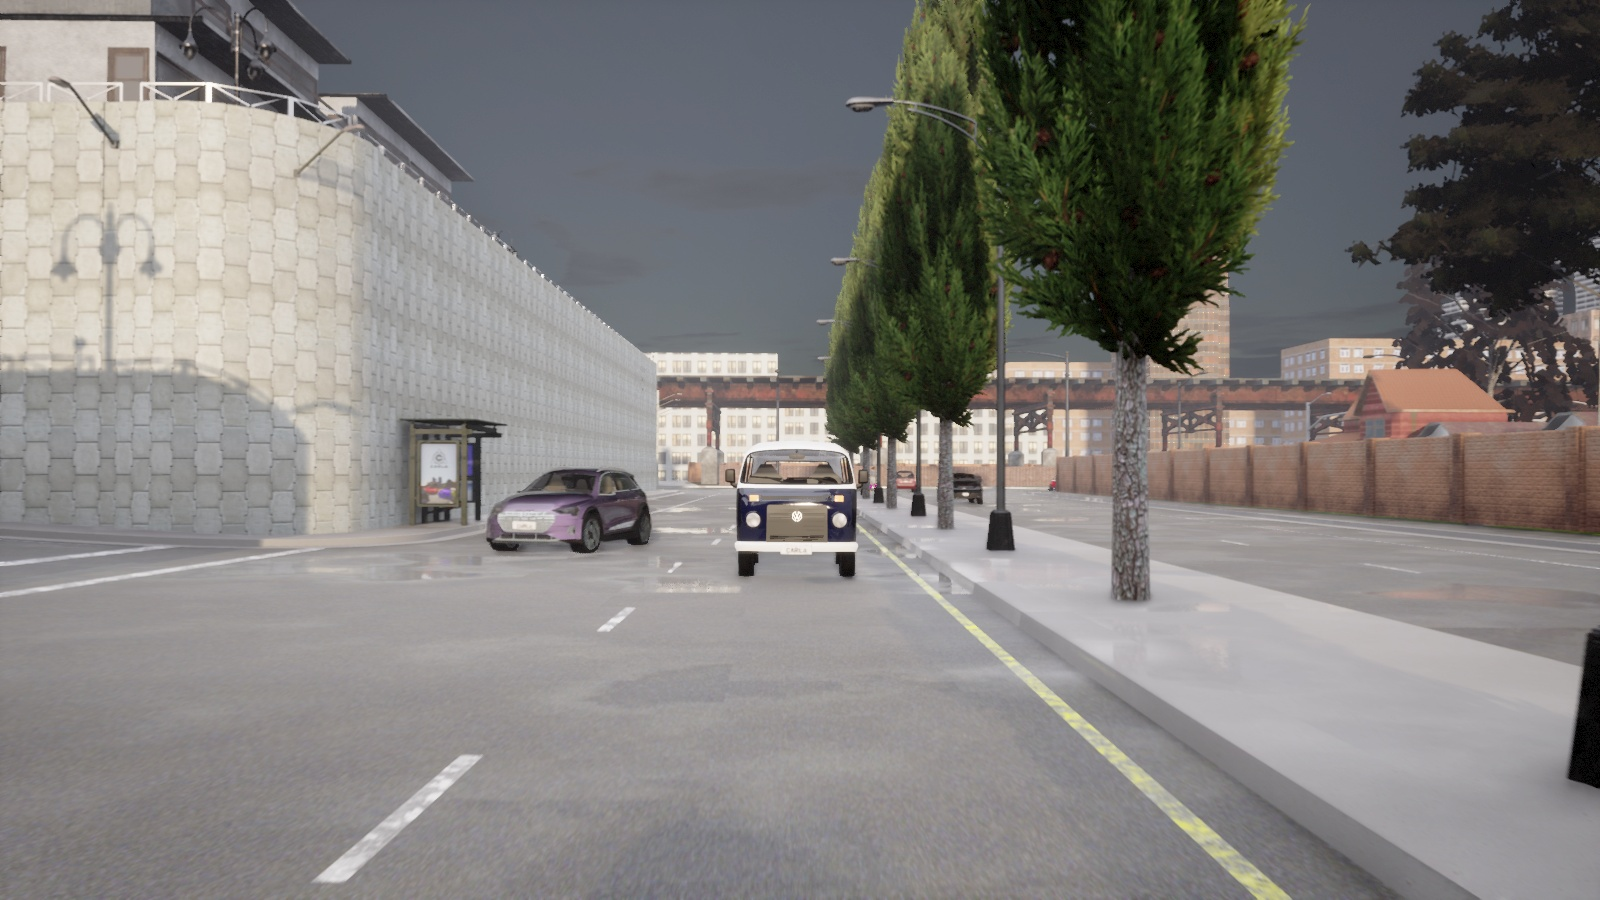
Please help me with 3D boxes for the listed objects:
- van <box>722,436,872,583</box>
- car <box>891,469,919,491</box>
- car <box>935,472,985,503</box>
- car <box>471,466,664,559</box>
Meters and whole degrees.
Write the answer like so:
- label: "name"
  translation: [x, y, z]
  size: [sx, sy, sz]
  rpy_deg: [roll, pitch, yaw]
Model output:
- label: "van"
  translation: [-0.049, 0.862, 19.638]
  size: [2.069, 2.038, 4.480]
  rpy_deg: [0, -1, 0]
- label: "car"
  translation: [7.840, 2.259, 94.207]
  size: [1.851, 1.617, 3.988]
  rpy_deg: [0, -1, 2]
- label: "car"
  translation: [7.848, 1.826, 61.975]
  size: [1.837, 1.490, 4.892]
  rpy_deg: [0, -1, 0]
- label: "car"
  translation: [-4.464, 1.173, 25.005]
  size: [2.033, 1.649, 4.856]
  rpy_deg: [0, -1, 13]
